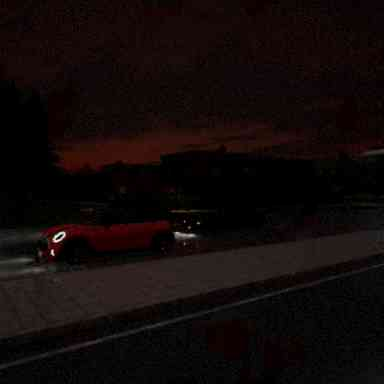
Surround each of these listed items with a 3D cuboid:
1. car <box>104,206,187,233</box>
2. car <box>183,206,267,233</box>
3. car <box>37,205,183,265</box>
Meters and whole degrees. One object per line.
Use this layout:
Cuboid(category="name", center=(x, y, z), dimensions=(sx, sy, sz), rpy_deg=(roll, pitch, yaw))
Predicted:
Cuboid(category="car", center=(-2.764, 1.578, 20.374), dimensions=(4.718, 1.301, 1.895), rpy_deg=(0, 0, -35))
Cuboid(category="car", center=(2.036, 1.516, 19.456), dimensions=(5.357, 1.411, 2.033), rpy_deg=(0, 0, -35))
Cuboid(category="car", center=(-2.905, 1.341, 11.716), dimensions=(4.553, 1.767, 2.097), rpy_deg=(0, 0, -35))
